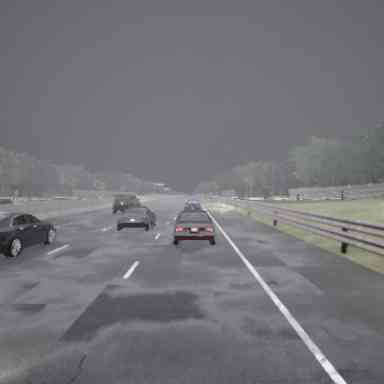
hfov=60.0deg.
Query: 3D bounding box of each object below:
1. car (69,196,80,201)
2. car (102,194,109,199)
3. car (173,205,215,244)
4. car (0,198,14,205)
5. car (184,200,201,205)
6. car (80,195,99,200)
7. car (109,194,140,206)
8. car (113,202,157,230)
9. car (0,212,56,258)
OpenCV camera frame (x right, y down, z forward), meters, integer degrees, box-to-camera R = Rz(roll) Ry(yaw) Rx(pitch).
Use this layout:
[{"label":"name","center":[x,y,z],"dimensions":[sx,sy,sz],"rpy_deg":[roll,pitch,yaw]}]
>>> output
[{"label":"car","center":[-24.506,1.650,70.473],"dimensions":[1.812,1.442,4.674],"rpy_deg":[0,0,0]},{"label":"car","center":[-17.506,1.351,70.446],"dimensions":[2.150,2.045,5.566],"rpy_deg":[0,0,0]},{"label":"car","center":[0.099,1.558,15.845],"dimensions":[2.033,1.411,5.357],"rpy_deg":[0,0,0]},{"label":"car","center":[-17.598,1.382,29.384],"dimensions":[2.097,1.767,4.553],"rpy_deg":[0,0,0]},{"label":"car","center":[0.097,1.574,37.450],"dimensions":[1.812,1.442,4.674],"rpy_deg":[0,0,0]},{"label":"car","center":[-21.006,1.500,69.470],"dimensions":[2.097,1.767,4.553],"rpy_deg":[0,0,0]},{"label":"car","center":[-6.903,1.265,35.540],"dimensions":[2.150,2.045,5.566],"rpy_deg":[0,0,0]},{"label":"car","center":[-3.402,1.581,21.073],"dimensions":[1.994,1.385,4.181],"rpy_deg":[0,0,0]},{"label":"car","center":[-6.901,1.512,12.712],"dimensions":[1.837,1.490,4.892],"rpy_deg":[0,0,0]}]
